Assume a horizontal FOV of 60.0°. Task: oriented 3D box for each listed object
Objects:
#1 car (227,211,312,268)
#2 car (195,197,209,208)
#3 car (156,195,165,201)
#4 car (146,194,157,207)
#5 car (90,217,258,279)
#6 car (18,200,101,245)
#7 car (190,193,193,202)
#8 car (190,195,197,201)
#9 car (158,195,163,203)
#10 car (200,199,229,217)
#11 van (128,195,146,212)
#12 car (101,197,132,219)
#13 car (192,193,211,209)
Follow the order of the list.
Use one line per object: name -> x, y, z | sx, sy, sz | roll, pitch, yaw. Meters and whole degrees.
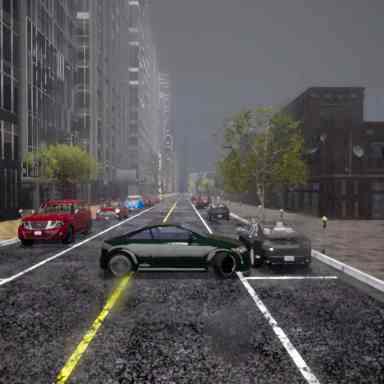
car -> 2.556, 1.548, 11.116 | 2.008, 1.369, 4.403 | -1, 0, -1
car -> 1.421, 1.509, 50.011 | 1.752, 1.417, 4.829 | -1, 0, -1
car -> -7.806, 1.496, 82.663 | 1.752, 1.417, 4.829 | -1, 0, -1
car -> -6.955, 1.298, 49.635 | 2.192, 1.841, 5.009 | -1, 0, -1
car -> -0.462, 1.557, 9.517 | 4.181, 1.385, 1.994 | 0, 0, -1
car -> -6.181, 1.310, 15.707 | 2.192, 1.841, 5.009 | -1, 0, -1
car -> 0.850, 1.290, 71.972 | 2.192, 1.841, 5.009 | -1, 0, -1
car -> 0.425, 1.551, 88.570 | 1.802, 1.307, 4.206 | -1, 0, -1
car -> -7.381, 1.522, 66.234 | 1.887, 1.381, 4.507 | -1, 0, -1
car -> 2.028, 1.543, 26.976 | 2.008, 1.369, 4.403 | -1, 0, -1
van -> -6.670, 1.329, 38.569 | 1.690, 1.788, 3.998 | -1, 0, -1
car -> -6.375, 1.432, 26.775 | 1.967, 1.590, 4.097 | -1, 0, -1
car -> 1.565, 1.301, 44.309 | 2.192, 1.841, 5.009 | -1, 0, -1
